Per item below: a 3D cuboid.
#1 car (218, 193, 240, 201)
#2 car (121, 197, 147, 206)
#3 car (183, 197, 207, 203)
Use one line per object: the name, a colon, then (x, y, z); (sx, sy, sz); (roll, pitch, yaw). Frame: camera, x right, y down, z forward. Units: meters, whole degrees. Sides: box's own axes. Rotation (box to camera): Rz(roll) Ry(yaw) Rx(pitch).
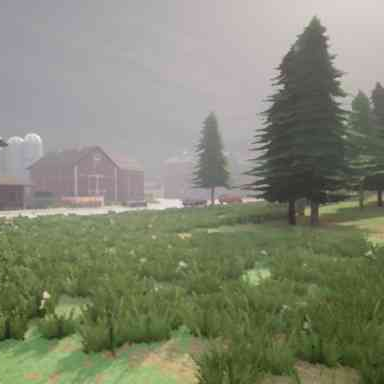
car: (6.791, 1.217, 59.200); (2.150, 2.045, 5.566); (0, 0, 36)
car: (-8.430, 1.482, 49.044); (1.816, 1.474, 4.193); (7, 3, 33)
car: (0.560, 1.488, 50.419); (2.128, 1.511, 4.902); (0, 0, 36)
